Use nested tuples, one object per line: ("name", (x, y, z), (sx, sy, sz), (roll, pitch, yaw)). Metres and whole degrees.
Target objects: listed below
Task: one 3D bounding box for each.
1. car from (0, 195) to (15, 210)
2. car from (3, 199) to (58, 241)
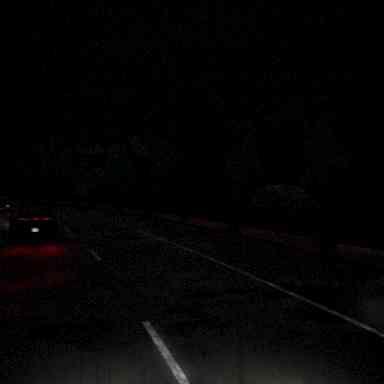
("car", (-17.526, 1.013, 30.882), (1.882, 1.535, 5.008), (2, 0, -38))
("car", (-7.449, 1.290, 15.536), (2.128, 1.511, 4.902), (1, 0, -28))
